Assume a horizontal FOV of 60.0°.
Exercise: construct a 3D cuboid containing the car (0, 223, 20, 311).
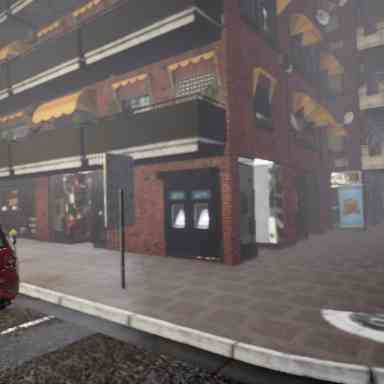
[{"bbox_3d":[-5.419,1.405,6.606,5.009,1.841,2.192,-1,-2,35],"label":"car"}]
